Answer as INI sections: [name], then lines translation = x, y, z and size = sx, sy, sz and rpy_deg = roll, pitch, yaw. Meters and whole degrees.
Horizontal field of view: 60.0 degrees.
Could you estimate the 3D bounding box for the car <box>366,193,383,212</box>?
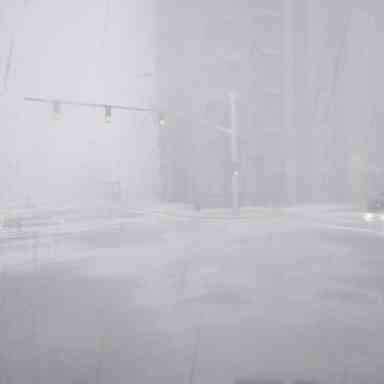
[car]
translation = 13.126, 0.541, 21.282
size = 4.181, 1.385, 1.994
rpy_deg = -3, 2, -29
